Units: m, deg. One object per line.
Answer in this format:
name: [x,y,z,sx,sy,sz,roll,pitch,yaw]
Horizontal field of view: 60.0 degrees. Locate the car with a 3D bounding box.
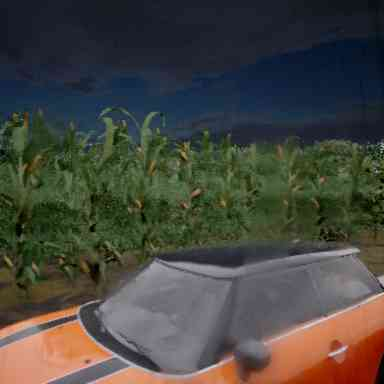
car: [0.172,1.358,3.193,4.553,1.767,2.097,0,0,-36]
